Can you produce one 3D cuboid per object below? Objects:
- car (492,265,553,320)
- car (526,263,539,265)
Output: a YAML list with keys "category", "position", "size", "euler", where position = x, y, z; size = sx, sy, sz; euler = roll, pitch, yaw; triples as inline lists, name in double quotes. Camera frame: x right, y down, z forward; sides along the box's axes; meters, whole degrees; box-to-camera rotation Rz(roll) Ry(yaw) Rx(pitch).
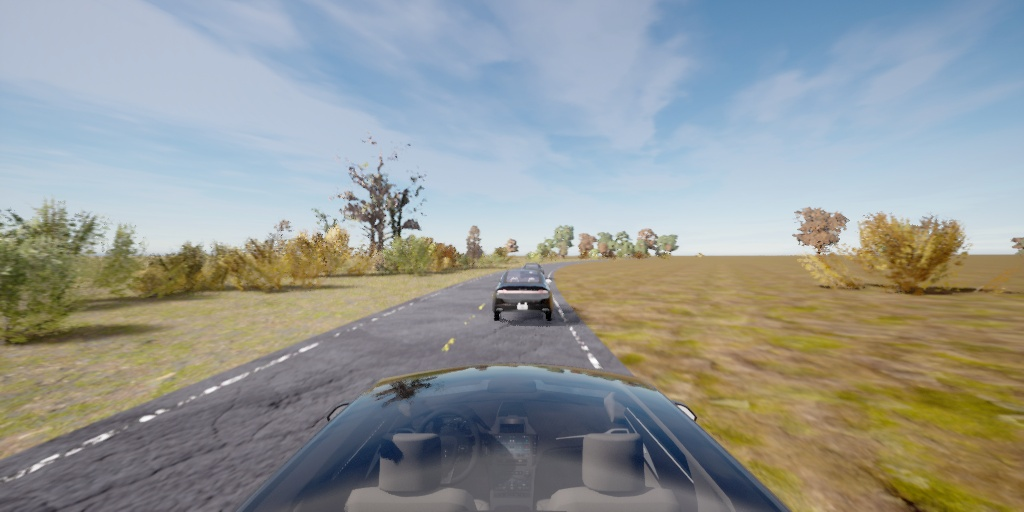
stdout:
- category: "car"
  position: [0.395, 1.242, 12.600]
  size: [2.128, 1.511, 4.902]
  euler: [0, 0, 2]
- category: "car"
  position: [1.796, 1.310, 31.310]
  size: [1.994, 1.385, 4.181]
  euler: [0, 0, 6]
